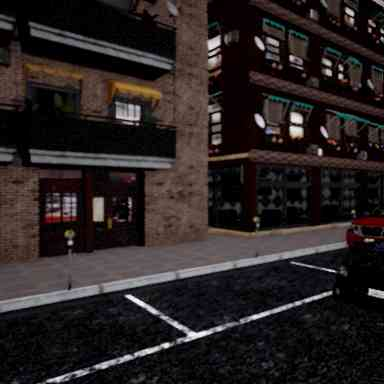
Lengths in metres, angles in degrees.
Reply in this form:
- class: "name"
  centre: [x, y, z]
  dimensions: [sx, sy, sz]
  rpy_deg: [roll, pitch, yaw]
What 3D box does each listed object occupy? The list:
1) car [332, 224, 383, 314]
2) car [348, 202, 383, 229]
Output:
- class: "car"
  centre: [4.729, 1.514, 6.741]
  dimensions: [4.181, 1.385, 1.994]
  rpy_deg: [0, 0, -35]
- class: "car"
  centre: [7.695, 1.229, 12.041]
  dimensions: [5.009, 1.841, 2.192]
  rpy_deg: [0, 0, -35]
